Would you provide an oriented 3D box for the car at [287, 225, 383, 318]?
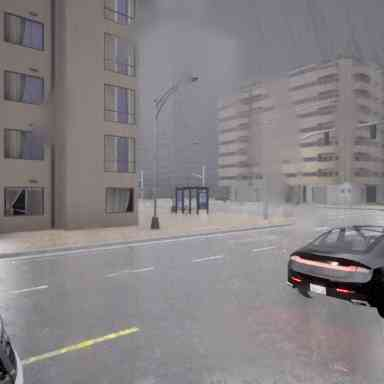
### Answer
[{"bbox_3d":[4.096,1.492,7.353,4.902,1.511,2.128,0,0,-39],"label":"car"}]

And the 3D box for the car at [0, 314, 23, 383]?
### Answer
[{"bbox_3d":[-3.785,1.221,1.347,5.566,2.045,2.150,0,0,-32],"label":"car"}]

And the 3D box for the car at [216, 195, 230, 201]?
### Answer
[{"bbox_3d":[8.317,1.581,84.074,4.902,1.511,2.128,0,0,-40],"label":"car"}]
